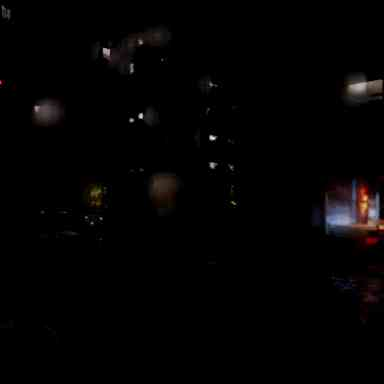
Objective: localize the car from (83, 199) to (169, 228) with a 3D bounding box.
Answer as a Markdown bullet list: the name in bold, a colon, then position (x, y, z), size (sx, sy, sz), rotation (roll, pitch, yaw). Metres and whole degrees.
- **car**: position (-4.137, 1.359, 21.071), size (2.033, 1.411, 5.357), rotation (0, 1, 36)

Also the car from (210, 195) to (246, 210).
- **car**: position (4.055, 1.127, 36.554), size (1.752, 1.417, 4.829), rotation (1, 1, 36)

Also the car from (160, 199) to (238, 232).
- **car**: position (0.568, 1.342, 18.317), size (2.008, 1.369, 4.403), rotation (1, 1, 36)

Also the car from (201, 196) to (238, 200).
- **car**: position (1.628, 1.181, 29.016), size (2.128, 1.511, 4.902), rotation (0, 1, 36)
